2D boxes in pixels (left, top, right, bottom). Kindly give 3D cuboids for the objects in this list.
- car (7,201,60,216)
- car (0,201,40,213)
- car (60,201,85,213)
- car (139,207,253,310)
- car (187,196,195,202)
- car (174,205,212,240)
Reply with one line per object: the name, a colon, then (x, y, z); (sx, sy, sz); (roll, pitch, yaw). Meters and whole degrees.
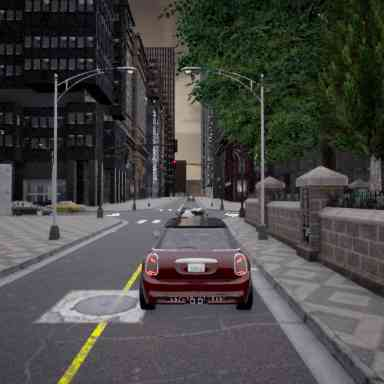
car: (-14.744, 1.518, 30.019); (4.403, 1.369, 2.008); (0, -1, 0)
car: (-20.249, 1.708, 38.552); (4.403, 1.369, 2.008); (0, -1, 0)
car: (-14.906, 1.676, 38.543); (4.829, 1.417, 1.752); (0, -1, 0)
car: (0.070, 1.357, 7.985); (2.097, 1.767, 4.553); (0, 0, 0)
car: (-0.288, 1.725, 81.283); (1.812, 1.442, 4.674); (0, 0, 0)
car: (0.033, 1.541, 18.112); (1.812, 1.442, 4.674); (0, 0, 0)
